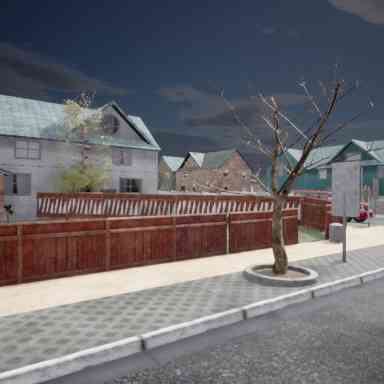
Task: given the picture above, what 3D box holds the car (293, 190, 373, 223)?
[{"bbox_3d":[9.387,0.941,22.998,2.150,2.045,5.566,1,1,-36],"label":"car"}]
